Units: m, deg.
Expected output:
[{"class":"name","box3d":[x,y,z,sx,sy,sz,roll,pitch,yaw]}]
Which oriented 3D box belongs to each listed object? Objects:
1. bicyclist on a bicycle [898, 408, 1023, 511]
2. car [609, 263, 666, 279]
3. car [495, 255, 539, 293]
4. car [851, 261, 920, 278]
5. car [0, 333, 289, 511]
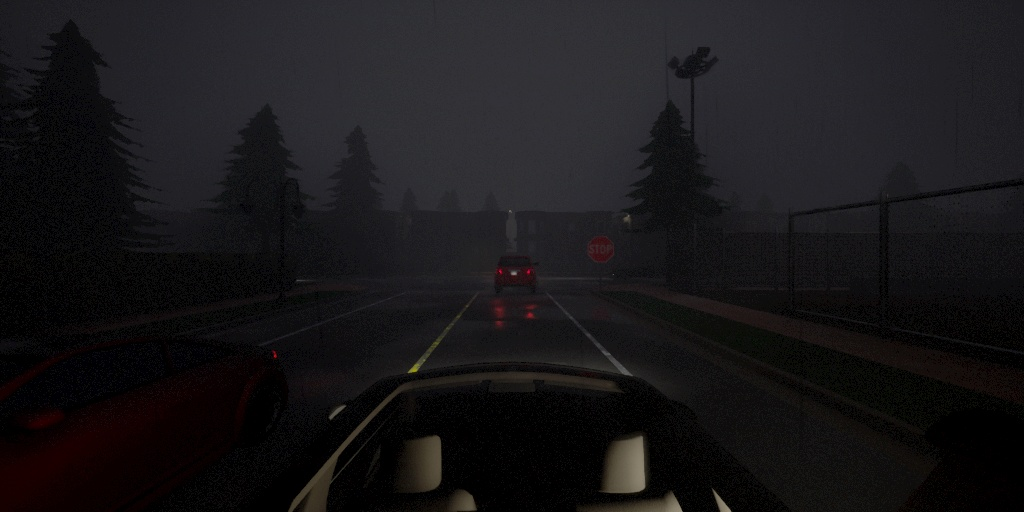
[{"class":"bicyclist on a bicycle","box3d":[1.423,1.259,0.988,1.656,1.620,0.582,3,1,-1]},{"class":"car","box3d":[10.901,1.294,30.949,4.718,1.301,1.895,0,0,-3]},{"class":"car","box3d":[0.348,0.938,20.704,2.150,2.045,5.566,0,1,5]},{"class":"car","box3d":[32.466,1.223,31.274,4.902,1.511,2.128,0,0,0]},{"class":"car","box3d":[-3.581,1.311,2.445,1.994,1.385,4.181,0,0,0]}]
